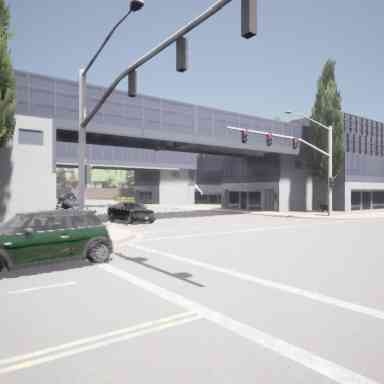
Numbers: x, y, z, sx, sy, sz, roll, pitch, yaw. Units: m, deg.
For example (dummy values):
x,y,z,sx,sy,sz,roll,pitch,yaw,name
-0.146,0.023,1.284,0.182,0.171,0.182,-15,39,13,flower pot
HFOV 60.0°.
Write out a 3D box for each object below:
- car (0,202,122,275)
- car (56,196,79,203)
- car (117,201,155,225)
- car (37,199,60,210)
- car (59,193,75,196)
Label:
x,y,z,sx,sy,sz,roll,pitch,yaw,name
-4.718,1.352,9.909,4.553,1.767,2.097,0,0,-43,car
-12.509,1.492,35.378,2.128,1.511,4.902,0,0,-36,car
-4.514,1.478,24.390,1.882,1.535,5.008,0,0,-36,car
-19.462,1.601,44.964,1.895,1.301,4.718,0,0,-36,car
-23.749,1.221,63.027,2.150,2.045,5.566,0,0,-36,car
